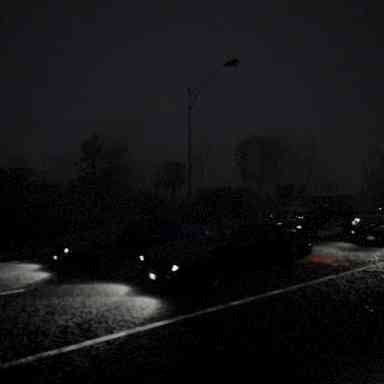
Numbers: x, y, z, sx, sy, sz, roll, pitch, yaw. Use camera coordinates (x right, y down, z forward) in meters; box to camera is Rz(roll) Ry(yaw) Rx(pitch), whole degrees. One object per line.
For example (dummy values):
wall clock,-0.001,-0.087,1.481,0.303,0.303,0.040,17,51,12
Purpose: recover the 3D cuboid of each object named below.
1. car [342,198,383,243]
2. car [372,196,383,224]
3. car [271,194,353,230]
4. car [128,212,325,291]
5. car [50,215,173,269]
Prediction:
car,8.996,1.243,14.641,4.553,1.767,2.097,0,0,-35
car,14.540,1.178,22.831,4.553,1.767,2.097,0,0,-35
car,6.340,1.117,17.043,5.566,2.045,2.150,0,0,-35
car,1.197,1.504,9.176,5.357,1.411,2.033,-1,0,-38
car,-1.825,1.513,11.275,5.357,1.411,2.033,0,0,-35
